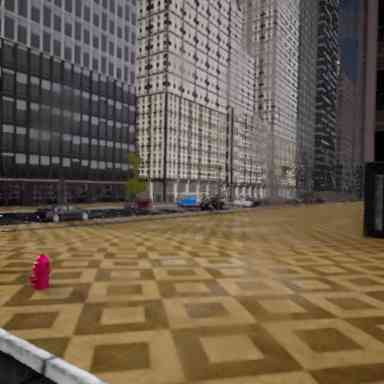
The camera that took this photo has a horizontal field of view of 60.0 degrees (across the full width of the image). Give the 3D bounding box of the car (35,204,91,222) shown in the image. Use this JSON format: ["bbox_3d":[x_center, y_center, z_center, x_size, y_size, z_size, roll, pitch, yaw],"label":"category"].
[{"bbox_3d":[-10.065,1.609,26.283,2.008,1.369,4.403,1,0,35],"label":"car"}]

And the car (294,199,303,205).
[{"bbox_3d":[21.979,2.155,72.723,1.947,1.339,4.313,1,0,35],"label":"car"}]

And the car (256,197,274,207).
[{"bbox_3d":[12.334,1.997,58.813,1.947,1.339,4.313,1,0,35],"label":"car"}]

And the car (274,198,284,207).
[{"bbox_3d":[15.548,2.066,63.450,1.802,1.307,4.206,1,0,35],"label":"car"}]

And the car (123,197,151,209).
[{"bbox_3d":[-7.403,1.444,45.048,1.967,1.590,4.097,1,0,35],"label":"car"}]

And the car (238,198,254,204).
[{"bbox_3d":[11.881,1.905,72.863,1.802,1.307,4.206,1,0,35],"label":"car"}]

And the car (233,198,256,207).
[{"bbox_3d":[8.941,1.869,58.625,1.812,1.442,4.674,2,0,35],"label":"car"}]

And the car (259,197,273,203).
[{"bbox_3d":[18.309,1.994,82.134,1.947,1.339,4.313,1,0,35],"label":"car"}]

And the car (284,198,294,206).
[{"bbox_3d":[18.766,1.977,68.086,1.967,1.590,4.097,1,0,35],"label":"car"}]

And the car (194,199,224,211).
[{"bbox_3d":[2.688,1.837,44.902,1.947,1.339,4.313,1,0,35],"label":"car"}]

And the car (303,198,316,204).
[{"bbox_3d":[28.410,2.261,81.997,1.947,1.339,4.313,1,0,35],"label":"car"}]

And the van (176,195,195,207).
[{"bbox_3d":[-0.973,1.452,54.320,1.690,1.788,3.998,1,0,35],"label":"van"}]
